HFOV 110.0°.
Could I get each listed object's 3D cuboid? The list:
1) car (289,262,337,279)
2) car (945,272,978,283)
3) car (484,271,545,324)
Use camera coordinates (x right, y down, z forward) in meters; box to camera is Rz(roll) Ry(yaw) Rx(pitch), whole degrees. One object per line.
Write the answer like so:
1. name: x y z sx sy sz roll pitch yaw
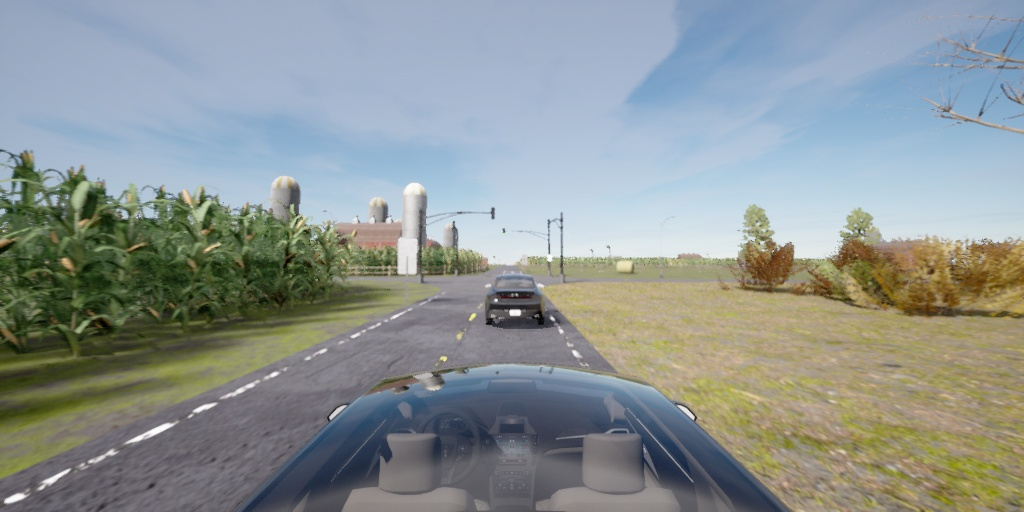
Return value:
1. car: -19.722 1.363 35.225 4.553 1.767 2.097 1 -2 -3
2. car: 49.603 2.261 39.970 4.181 1.385 1.994 1 -2 -4
3. car: 0.091 1.400 12.596 1.837 1.490 4.892 0 -1 0
